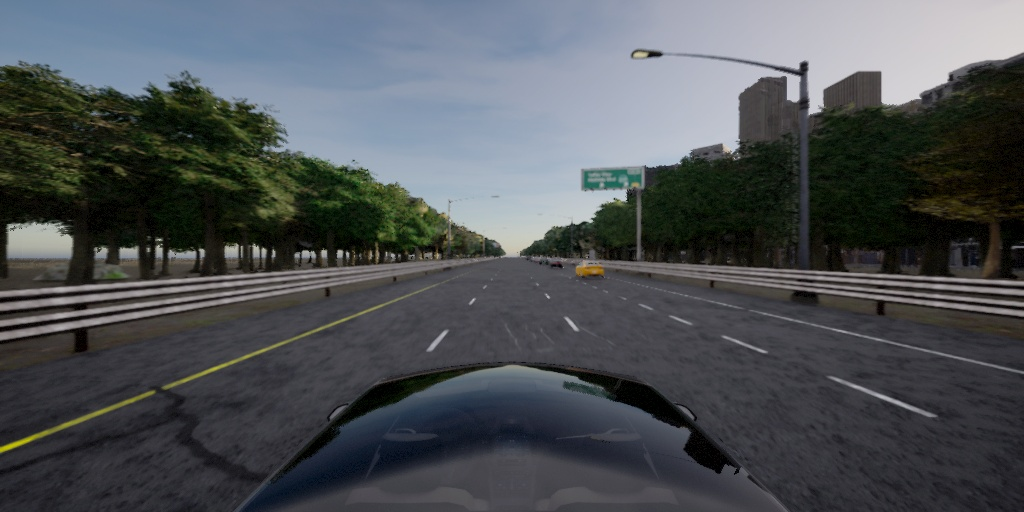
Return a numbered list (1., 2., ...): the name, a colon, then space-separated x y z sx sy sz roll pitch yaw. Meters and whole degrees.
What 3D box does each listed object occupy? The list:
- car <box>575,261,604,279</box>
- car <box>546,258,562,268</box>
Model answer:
1. car: 7.044 1.222 32.984 1.882 1.535 5.008 0 0 0
2. car: 7.104 1.237 58.903 1.837 1.490 4.892 0 0 0
